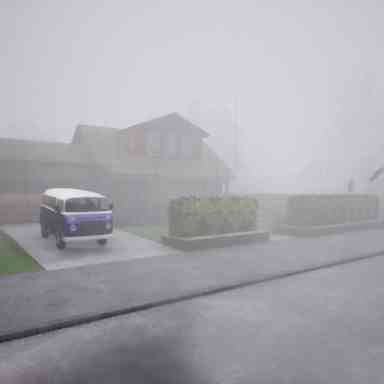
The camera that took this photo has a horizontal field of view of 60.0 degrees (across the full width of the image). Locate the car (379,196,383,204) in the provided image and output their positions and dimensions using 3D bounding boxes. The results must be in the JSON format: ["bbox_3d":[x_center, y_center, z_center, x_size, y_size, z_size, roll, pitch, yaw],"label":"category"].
[{"bbox_3d":[24.716,0.871,41.451,3.866,1.878,1.905,0,0,0],"label":"car"}]
